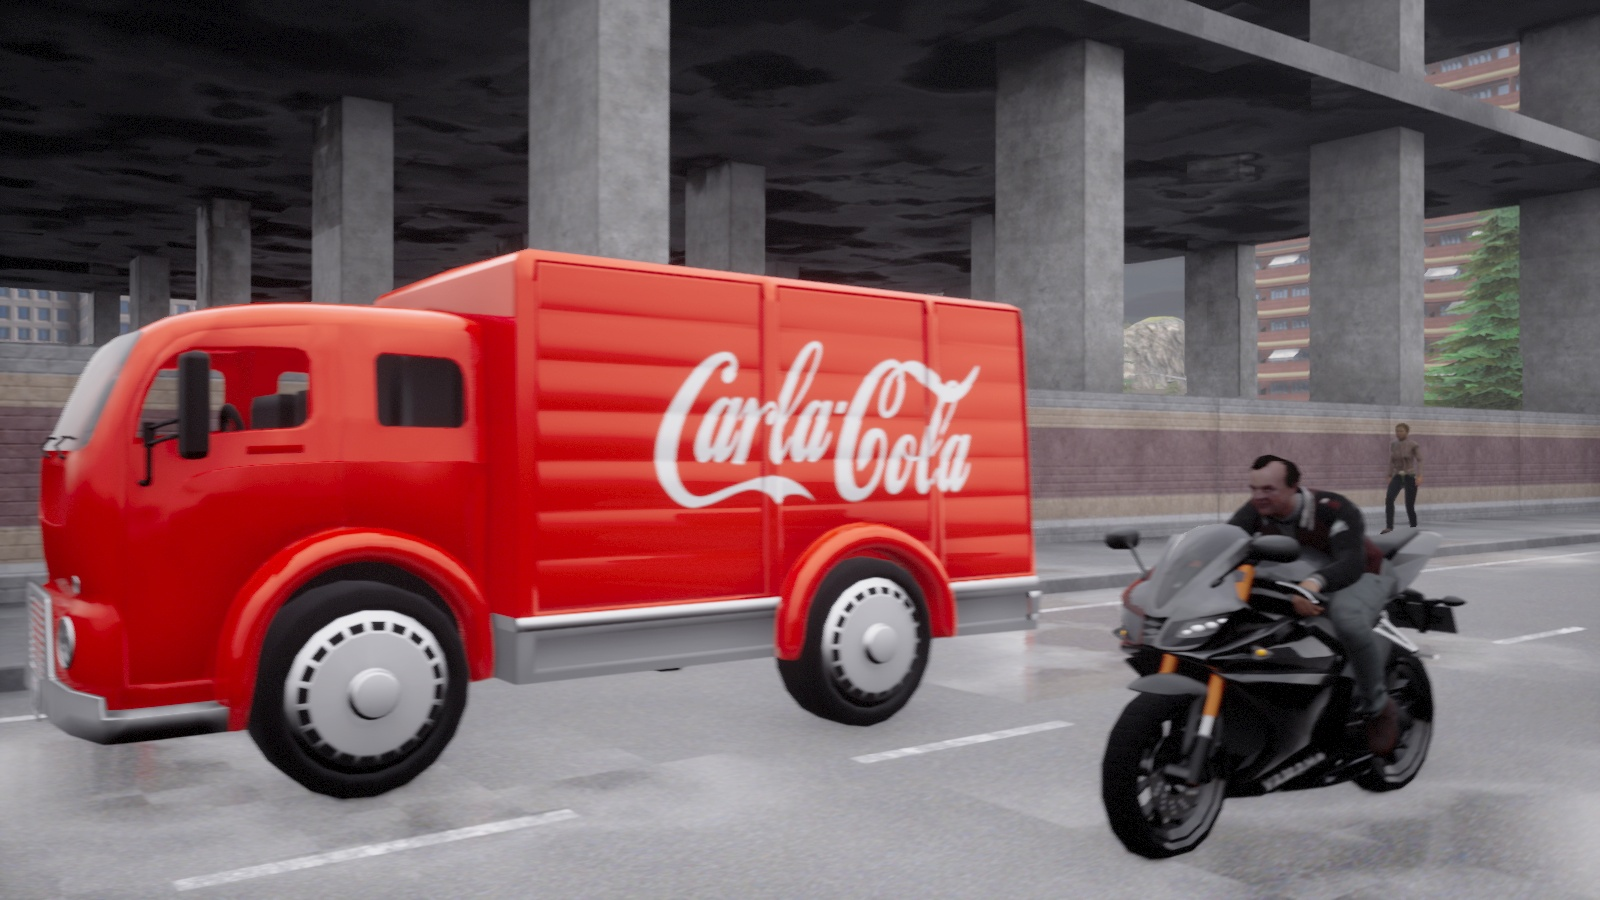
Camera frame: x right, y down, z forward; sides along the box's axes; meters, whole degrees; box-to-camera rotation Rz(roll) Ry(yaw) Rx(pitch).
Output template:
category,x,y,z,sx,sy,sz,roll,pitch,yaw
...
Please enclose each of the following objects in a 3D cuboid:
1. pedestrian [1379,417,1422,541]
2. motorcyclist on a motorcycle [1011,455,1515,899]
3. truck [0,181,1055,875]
category,x,y,z,sx,sy,sz,roll,pitch,yaw
pedestrian,9.060,0.429,18.941,0.634,1.846,0.331,0,0,-38
motorcyclist on a motorcycle,1.953,0.789,5.140,2.191,1.530,0.866,0,0,-36
truck,-1.347,0.280,7.064,5.204,2.467,2.627,0,0,-36
